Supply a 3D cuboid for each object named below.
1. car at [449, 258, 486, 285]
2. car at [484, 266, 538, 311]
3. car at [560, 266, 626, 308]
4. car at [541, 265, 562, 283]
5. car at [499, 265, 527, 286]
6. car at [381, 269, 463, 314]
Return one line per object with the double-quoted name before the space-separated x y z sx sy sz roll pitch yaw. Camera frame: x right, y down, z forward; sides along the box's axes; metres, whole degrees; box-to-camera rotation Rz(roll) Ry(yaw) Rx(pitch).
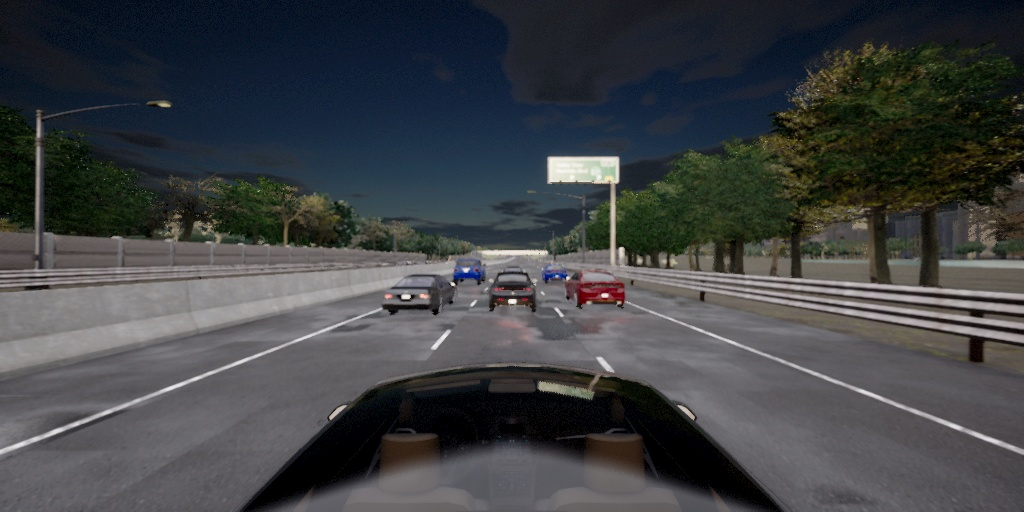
"car" -3.412 1.212 29.355 2.150 2.045 5.566 0 0 1
"car" 0.040 1.384 15.310 1.837 1.490 4.892 0 0 1
"car" 3.549 1.361 16.039 1.882 1.535 5.008 0 0 1
"car" 3.613 1.476 30.992 1.882 1.535 5.008 0 0 1
"car" 0.088 1.534 29.307 2.033 1.411 5.357 0 0 1
"car" -3.473 1.416 14.336 2.033 1.411 5.357 0 0 1
